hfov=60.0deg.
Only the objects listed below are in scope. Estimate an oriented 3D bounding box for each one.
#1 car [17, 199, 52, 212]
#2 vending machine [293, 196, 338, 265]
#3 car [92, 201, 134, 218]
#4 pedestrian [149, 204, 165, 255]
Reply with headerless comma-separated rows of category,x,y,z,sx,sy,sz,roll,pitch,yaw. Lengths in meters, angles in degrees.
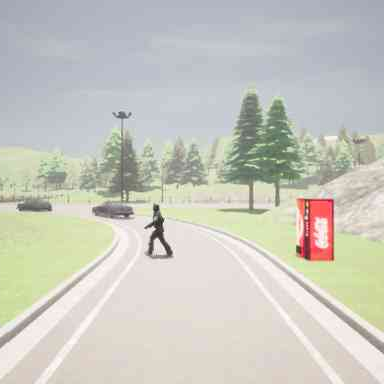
car,-18.396,1.563,38.853,4.181,1.385,1.994,0,0,26
vending machine,3.913,1.195,10.647,1.100,2.100,0.880,0,0,-1
car,-7.168,1.547,29.832,2.033,1.411,5.357,0,0,-39
pedestrian,-1.191,1.294,11.366,0.375,1.860,0.375,0,0,-3
